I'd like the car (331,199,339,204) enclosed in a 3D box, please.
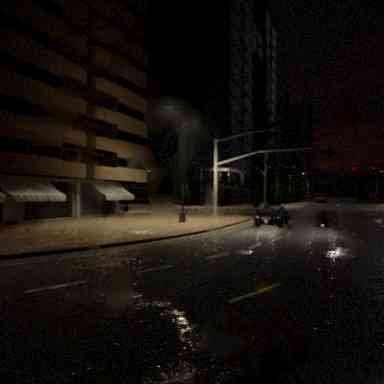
[{"bbox_3d":[37.577,2.544,87.130,1.895,1.301,4.718,0,-1,24],"label":"car"}]

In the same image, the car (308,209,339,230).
[{"bbox_3d":[9.284,1.854,23.305,1.895,1.301,4.718,0,-1,25],"label":"car"}]

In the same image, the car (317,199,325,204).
[{"bbox_3d":[34.377,2.534,88.547,1.895,1.301,4.718,0,-1,24],"label":"car"}]

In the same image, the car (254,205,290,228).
[{"bbox_3d":[5.975,1.734,24.494,2.128,1.511,4.902,0,-1,25],"label":"car"}]
